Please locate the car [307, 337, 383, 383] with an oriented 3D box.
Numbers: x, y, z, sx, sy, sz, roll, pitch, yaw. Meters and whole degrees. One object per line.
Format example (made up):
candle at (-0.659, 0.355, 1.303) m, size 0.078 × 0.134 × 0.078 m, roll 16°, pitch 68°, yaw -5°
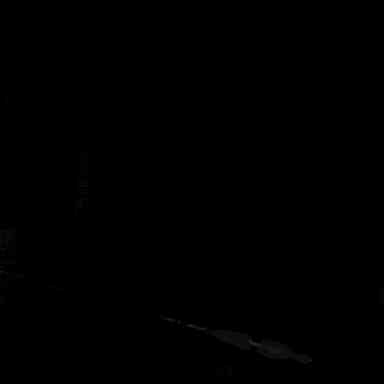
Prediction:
car at (2.949, 1.527, 1.580) m, size 4.674 × 1.442 × 1.812 m, roll 0°, pitch 0°, yaw 36°
